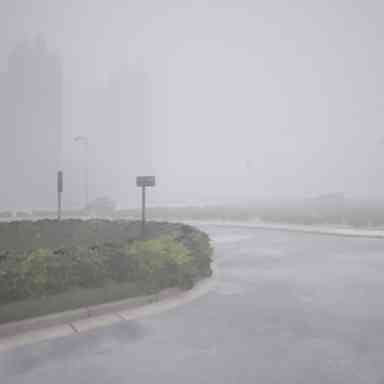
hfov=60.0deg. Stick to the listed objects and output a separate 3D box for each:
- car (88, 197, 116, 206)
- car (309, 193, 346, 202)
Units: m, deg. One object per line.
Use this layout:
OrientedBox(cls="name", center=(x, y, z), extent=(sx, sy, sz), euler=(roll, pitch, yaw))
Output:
OrientedBox(cls="car", center=(-10.897, 1.464, 40.090), extent=(2.242, 1.667, 4.611), euler=(0, 0, -36))
OrientedBox(cls="car", center=(20.872, 1.166, 51.358), extent=(2.150, 2.045, 5.566), euler=(0, 0, -35))
